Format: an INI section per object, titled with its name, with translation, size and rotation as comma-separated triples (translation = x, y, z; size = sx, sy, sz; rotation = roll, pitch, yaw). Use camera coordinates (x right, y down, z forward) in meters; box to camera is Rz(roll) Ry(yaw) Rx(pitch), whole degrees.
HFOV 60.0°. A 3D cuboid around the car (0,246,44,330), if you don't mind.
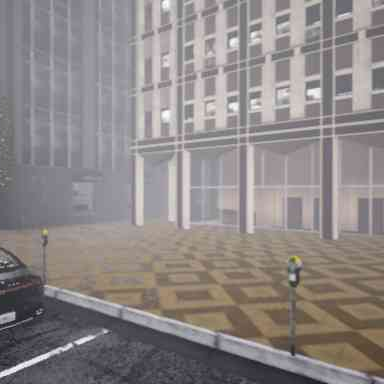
[car]
translation = -4.436, 1.580, 6.025
size = 4.403, 1.369, 2.008
rotation = 0, 0, 35
